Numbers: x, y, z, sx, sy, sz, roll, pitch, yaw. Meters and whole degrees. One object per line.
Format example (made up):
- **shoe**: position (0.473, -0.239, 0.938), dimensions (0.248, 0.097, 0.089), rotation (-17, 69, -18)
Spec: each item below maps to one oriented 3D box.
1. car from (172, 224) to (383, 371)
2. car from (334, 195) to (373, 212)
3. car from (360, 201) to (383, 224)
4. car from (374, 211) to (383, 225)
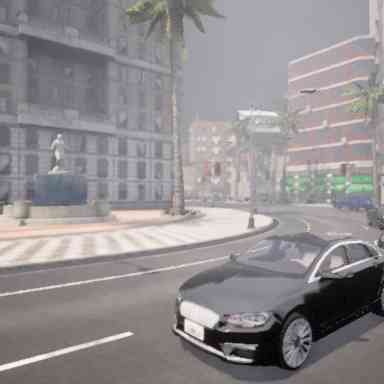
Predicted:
- **car**: position (1.919, 1.514, 5.840), dimensions (4.902, 1.511, 2.128), rotation (0, 0, -39)
- **car**: position (20.561, 1.385, 42.411), dimensions (2.150, 2.045, 5.566), rotation (0, 0, -12)
- **car**: position (12.682, 1.576, 21.459), dimensions (2.128, 1.511, 4.902), rotation (0, 0, 16)
- **car**: position (8.247, 1.576, 12.534), dimensions (1.812, 1.442, 4.674), rotation (0, 0, 34)
